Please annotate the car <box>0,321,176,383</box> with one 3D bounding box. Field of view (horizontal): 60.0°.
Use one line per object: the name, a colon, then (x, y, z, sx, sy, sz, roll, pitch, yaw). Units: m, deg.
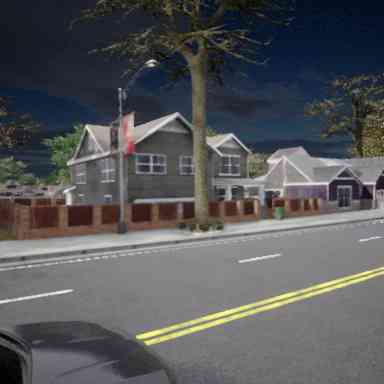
car: (-2.309, 1.505, 1.791, 4.892, 1.490, 1.837, 0, 0, -35)
